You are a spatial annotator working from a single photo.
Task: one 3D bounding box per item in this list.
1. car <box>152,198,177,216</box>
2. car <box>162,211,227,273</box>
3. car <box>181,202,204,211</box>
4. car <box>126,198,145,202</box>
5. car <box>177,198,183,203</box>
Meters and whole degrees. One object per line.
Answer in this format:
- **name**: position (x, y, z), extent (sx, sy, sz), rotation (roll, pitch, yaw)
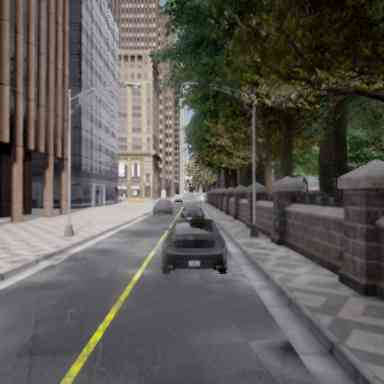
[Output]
- **car**: position (-3.141, 1.653, 36.883), extent (2.097, 1.767, 4.553), rotation (0, 0, 0)
- **car**: position (0.071, 1.594, 10.976), extent (1.837, 1.490, 4.892), rotation (0, 0, 0)
- **car**: position (0.058, 1.833, 28.546), extent (1.895, 1.301, 4.718), rotation (0, 0, 0)
- **car**: position (-15.045, 2.079, 89.061), extent (4.829, 1.417, 1.752), rotation (1, -1, 0)
- **car**: position (-3.098, 2.089, 77.546), extent (1.895, 1.301, 4.718), rotation (0, 0, 0)
